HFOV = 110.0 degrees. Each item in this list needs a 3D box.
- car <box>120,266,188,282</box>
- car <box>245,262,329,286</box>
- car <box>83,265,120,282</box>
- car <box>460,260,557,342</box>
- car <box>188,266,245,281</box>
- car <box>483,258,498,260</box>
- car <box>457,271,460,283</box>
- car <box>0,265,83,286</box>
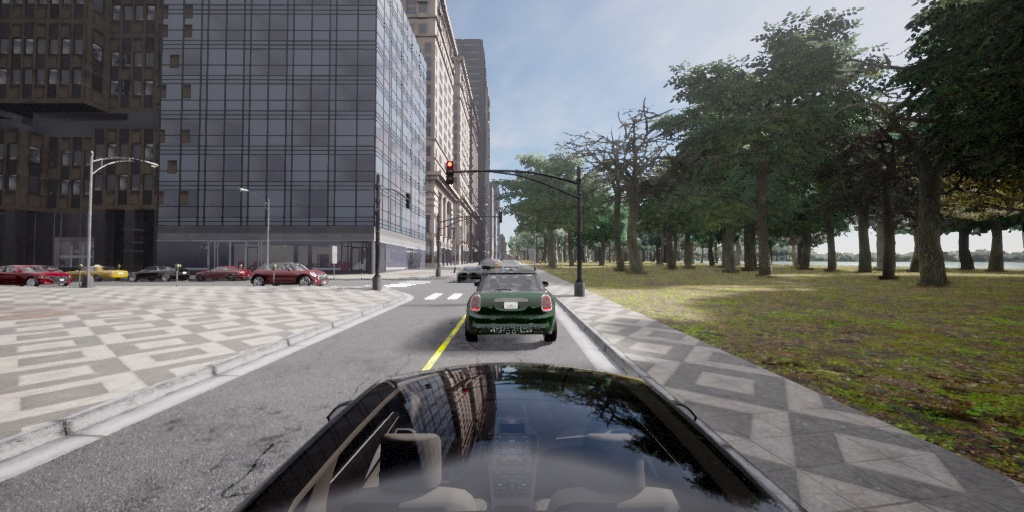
[{"bbox_3d":[-30.076,1.481,30.637,4.313,1.339,1.948,0,0,0],"label":"car"},{"bbox_3d":[-13.609,1.120,22.194,4.097,1.591,1.967,0,0,-1],"label":"car"},{"bbox_3d":[-35.733,1.444,30.609,4.829,1.417,1.751,0,0,0],"label":"car"},{"bbox_3d":[-0.014,1.108,9.994,2.097,1.767,4.553,0,0,0],"label":"car"},{"bbox_3d":[-24.589,1.494,30.663,4.207,1.307,1.802,0,0,0],"label":"car"},{"bbox_3d":[-3.245,1.200,46.389,2.097,1.767,4.553,0,0,0],"label":"car"},{"bbox_3d":[-3.201,1.431,28.465,1.895,1.301,4.718,0,-1,0],"label":"car"},{"bbox_3d":[-30.040,1.235,22.115,4.507,1.381,1.888,0,0,0],"label":"car"}]
